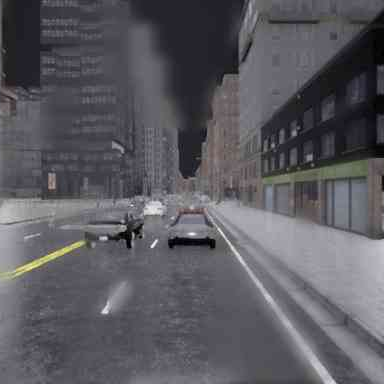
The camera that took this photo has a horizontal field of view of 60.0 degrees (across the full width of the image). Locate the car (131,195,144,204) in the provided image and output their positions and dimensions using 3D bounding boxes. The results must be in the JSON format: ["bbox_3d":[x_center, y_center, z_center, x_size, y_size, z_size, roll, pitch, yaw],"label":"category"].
[{"bbox_3d":[-9.750,1.401,60.680,2.097,1.767,4.553,0,0,0],"label":"car"}]

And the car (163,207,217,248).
[{"bbox_3d":[0.000,1.569,14.650,1.994,1.385,4.181,0,0,0],"label":"car"}]

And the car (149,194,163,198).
[{"bbox_3d":[-6.500,1.323,60.621,2.150,2.045,5.566,0,0,0],"label":"car"}]

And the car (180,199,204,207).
[{"bbox_3d":[0.000,1.361,29.620,2.097,1.767,4.553,0,0,0],"label":"car"}]

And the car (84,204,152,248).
[{"bbox_3d":[-3.250,1.492,14.650,2.128,1.511,4.902,0,0,0],"label":"car"}]

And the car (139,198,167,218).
[{"bbox_3d":[-3.250,1.528,29.650,1.812,1.442,4.674,0,0,0],"label":"car"}]
